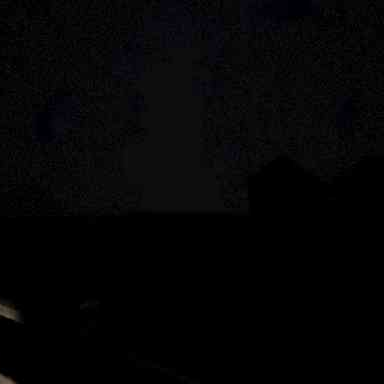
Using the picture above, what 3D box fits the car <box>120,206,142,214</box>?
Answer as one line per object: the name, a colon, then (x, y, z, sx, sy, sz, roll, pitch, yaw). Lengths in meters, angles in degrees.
car: (-12.147, 3.624, 66.773, 1.837, 1.490, 4.892, 0, -3, 36)
